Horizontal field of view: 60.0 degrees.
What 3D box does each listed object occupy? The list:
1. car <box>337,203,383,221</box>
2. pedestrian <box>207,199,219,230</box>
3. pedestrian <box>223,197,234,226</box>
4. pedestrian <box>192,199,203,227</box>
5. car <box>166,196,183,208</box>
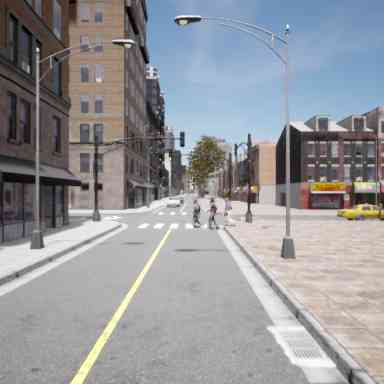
[{"bbox_3d":[13.987,1.581,26.098,4.829,1.417,1.752,0,-1,0],"label":"car"},{"bbox_3d":[1.204,1.284,19.370,0.375,1.860,0.375,0,0,0],"label":"pedestrian"},{"bbox_3d":[2.156,1.130,19.968,0.375,1.860,0.375,0,0,0],"label":"pedestrian"},{"bbox_3d":[0.306,1.283,20.574,0.375,1.860,0.375,0,0,0],"label":"pedestrian"},{"bbox_3d":[-2.665,1.470,48.293,1.812,1.442,4.674,0,0,0],"label":"car"}]
